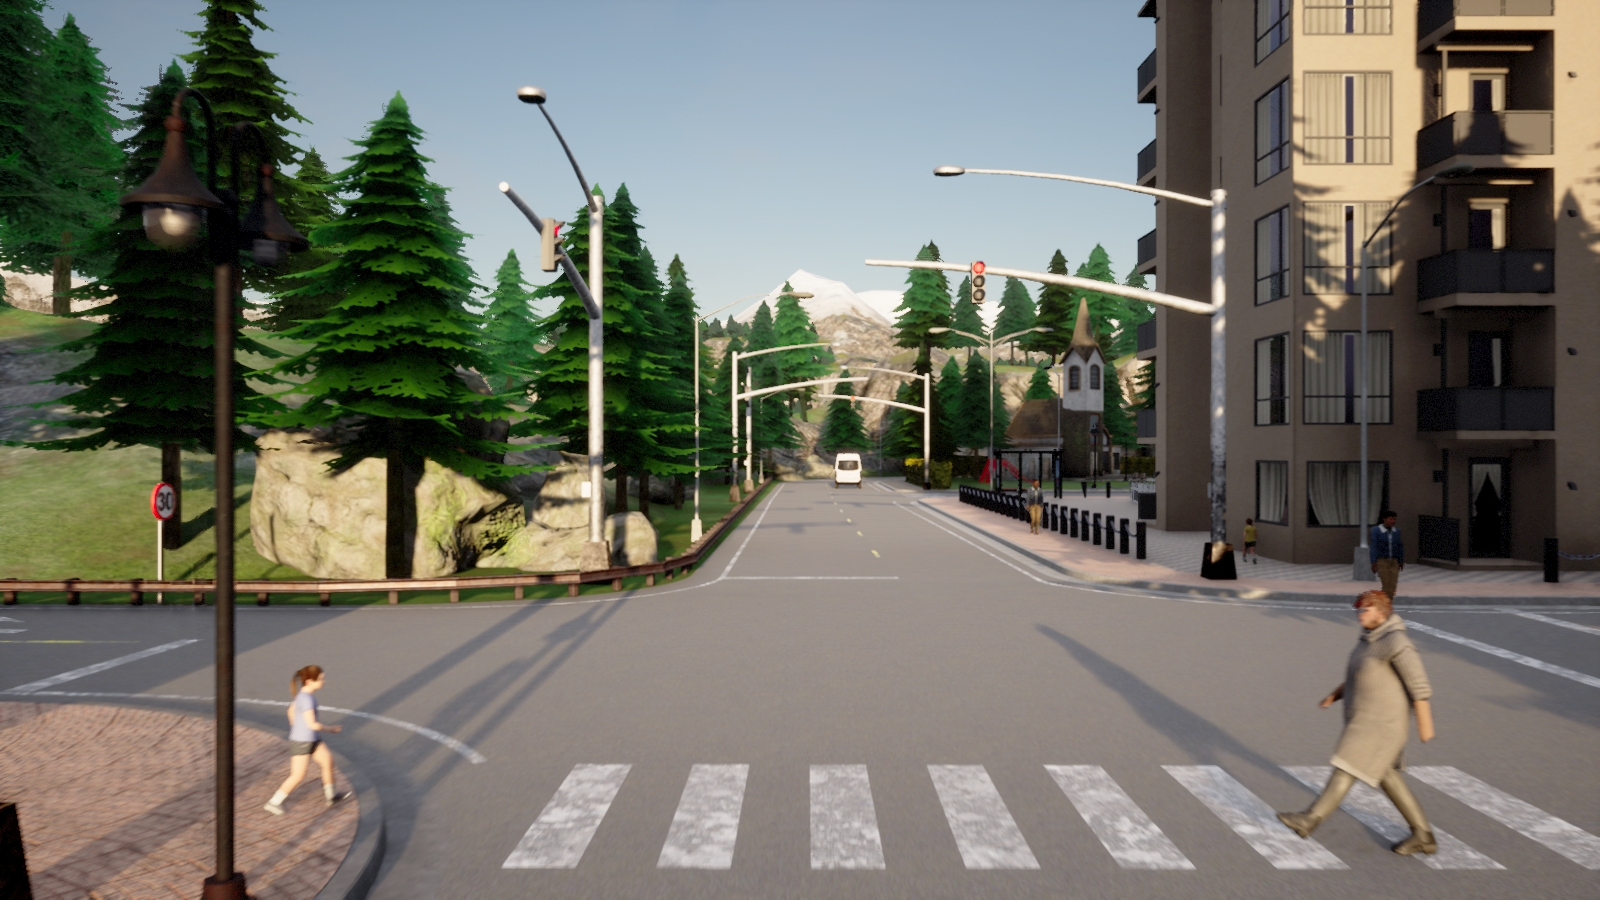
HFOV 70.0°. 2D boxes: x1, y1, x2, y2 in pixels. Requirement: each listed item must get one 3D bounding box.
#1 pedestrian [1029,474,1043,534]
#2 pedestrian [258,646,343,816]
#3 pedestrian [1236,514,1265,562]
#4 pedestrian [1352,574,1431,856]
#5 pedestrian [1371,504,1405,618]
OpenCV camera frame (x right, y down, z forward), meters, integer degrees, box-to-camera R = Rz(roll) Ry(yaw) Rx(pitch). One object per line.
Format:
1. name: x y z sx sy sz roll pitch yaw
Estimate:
1. pedestrian: 7.372 1.689 35.666 0.375 1.860 0.375 0 0 0
2. pedestrian: -3.656 2.043 8.389 0.500 1.100 0.500 0 0 -14
3. pedestrian: 10.581 2.057 26.854 0.500 1.100 0.500 0 0 0
4. pedestrian: 4.100 1.816 7.940 0.375 1.860 0.375 0 0 6
5. pedestrian: 9.759 1.828 18.976 0.375 1.860 0.375 0 0 2
